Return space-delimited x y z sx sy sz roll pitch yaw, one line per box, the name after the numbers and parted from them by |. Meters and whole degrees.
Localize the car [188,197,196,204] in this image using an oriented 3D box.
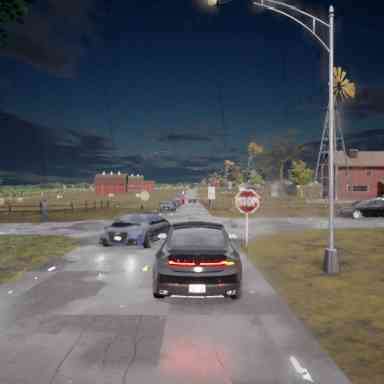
0.113 1.999 78.875 1.812 1.442 4.674 0 -1 0 | car

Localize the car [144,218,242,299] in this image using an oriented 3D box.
0.140 1.506 8.459 1.837 1.490 4.892 0 0 1 | car

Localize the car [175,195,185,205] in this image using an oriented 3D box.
-2.748 1.710 58.190 2.128 1.511 4.902 0 -1 0 | car

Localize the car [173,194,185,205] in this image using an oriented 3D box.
-2.659 1.563 68.918 2.150 2.045 5.566 0 -1 0 | car

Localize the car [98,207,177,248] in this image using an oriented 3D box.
-2.352 1.572 14.562 1.994 1.385 4.181 0 0 14 | car

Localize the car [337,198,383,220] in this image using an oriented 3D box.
13.162 1.213 24.318 4.892 1.490 1.837 -1 1 1 | car

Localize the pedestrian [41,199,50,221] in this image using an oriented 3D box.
-12.116 1.465 27.484 0.375 1.860 0.375 0 2 0 | pedestrian

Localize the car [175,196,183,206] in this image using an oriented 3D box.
-2.768 1.695 48.006 1.994 1.385 4.181 0 0 1 | car

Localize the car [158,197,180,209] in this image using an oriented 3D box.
-2.795 1.635 38.100 1.994 1.385 4.181 0 0 0 | car
